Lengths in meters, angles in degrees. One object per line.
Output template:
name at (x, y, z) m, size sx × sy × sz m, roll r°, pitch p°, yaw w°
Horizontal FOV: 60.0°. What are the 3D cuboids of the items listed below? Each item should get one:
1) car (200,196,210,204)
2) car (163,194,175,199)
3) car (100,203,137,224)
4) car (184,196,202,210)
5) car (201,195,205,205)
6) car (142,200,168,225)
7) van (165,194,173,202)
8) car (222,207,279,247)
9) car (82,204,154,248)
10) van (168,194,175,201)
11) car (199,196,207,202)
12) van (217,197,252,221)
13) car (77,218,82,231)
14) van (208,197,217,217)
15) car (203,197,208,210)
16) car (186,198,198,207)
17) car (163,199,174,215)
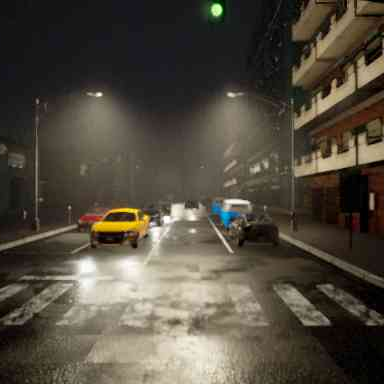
car at (2.678, 1.677, 70.827) m, size 1.887 × 1.381 × 4.507 m, roll 1°, pitch 0°, yaw 0°
car at (-5.705, 1.704, 76.363) m, size 1.947 × 1.339 × 4.313 m, roll 1°, pitch 0°, yaw 0°
car at (-5.688, 1.605, 26.141) m, size 1.887 × 1.381 × 4.507 m, roll 1°, pitch 0°, yaw 0°
car at (-0.016, 1.661, 44.884) m, size 1.994 × 1.385 × 4.181 m, roll 0°, pitch 0°, yaw 0°
car at (2.683, 1.677, 54.084) m, size 1.947 × 1.339 × 4.313 m, roll 1°, pitch 0°, yaw 0°
car at (-3.098, 1.562, 24.721) m, size 1.837 × 1.490 × 4.892 m, roll 0°, pitch 0°, yaw 0°
van at (-5.703, 1.485, 81.944) m, size 1.690 × 1.788 × 3.998 m, roll 1°, pitch 0°, yaw 0°
car at (2.696, 1.587, 15.019) m, size 2.008 × 1.369 × 4.403 m, roll 1°, pitch 0°, yaw 0°
car at (-3.094, 1.514, 15.071) m, size 1.882 × 1.535 × 5.008 m, roll 0°, pitch 0°, yaw 0°
van at (-5.707, 1.495, 93.104) m, size 1.690 × 1.788 × 3.998 m, roll 1°, pitch 0°, yaw 0°
car at (2.674, 1.695, 81.988) m, size 2.008 × 1.369 × 4.403 m, roll 1°, pitch 0°, yaw 0°
van at (2.697, 1.389, 20.599) m, size 1.690 × 1.788 × 3.998 m, roll 1°, pitch 0°, yaw 0°
car at (-5.687, 1.630, 20.560) m, size 1.802 × 1.307 × 4.206 m, roll 1°, pitch 0°, yaw 0°
van at (2.693, 1.414, 31.762) m, size 1.690 × 1.788 × 3.998 m, roll 1°, pitch 0°, yaw 0°
car at (2.686, 1.619, 43.092) m, size 1.752 × 1.417 × 4.829 m, roll 1°, pitch 0°, yaw 0°
car at (-0.021, 1.677, 54.925) m, size 1.994 × 1.385 × 4.181 m, roll 0°, pitch 0°, yaw 0°
car at (-3.103, 1.680, 35.049) m, size 1.895 × 1.301 × 4.718 m, roll 0°, pitch 0°, yaw 0°
